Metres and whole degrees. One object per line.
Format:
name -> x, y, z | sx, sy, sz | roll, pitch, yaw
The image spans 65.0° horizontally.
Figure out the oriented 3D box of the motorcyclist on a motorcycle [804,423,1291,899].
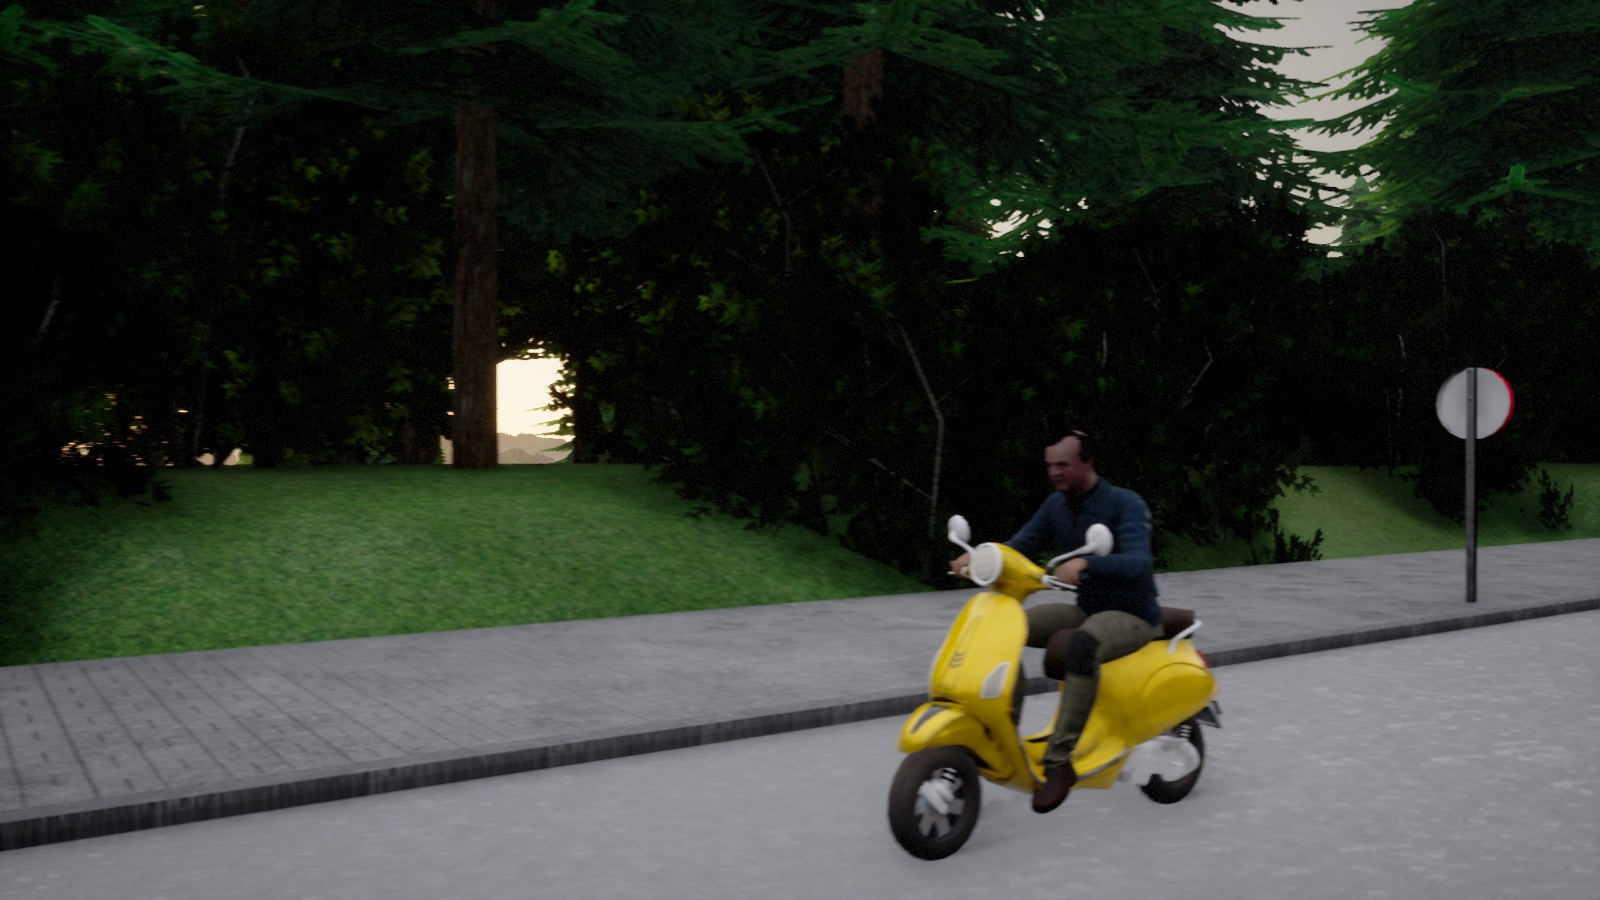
motorcyclist on a motorcycle -> 1.010, 0.708, 4.970 | 1.817, 1.590, 0.866 | 0, 0, -35
